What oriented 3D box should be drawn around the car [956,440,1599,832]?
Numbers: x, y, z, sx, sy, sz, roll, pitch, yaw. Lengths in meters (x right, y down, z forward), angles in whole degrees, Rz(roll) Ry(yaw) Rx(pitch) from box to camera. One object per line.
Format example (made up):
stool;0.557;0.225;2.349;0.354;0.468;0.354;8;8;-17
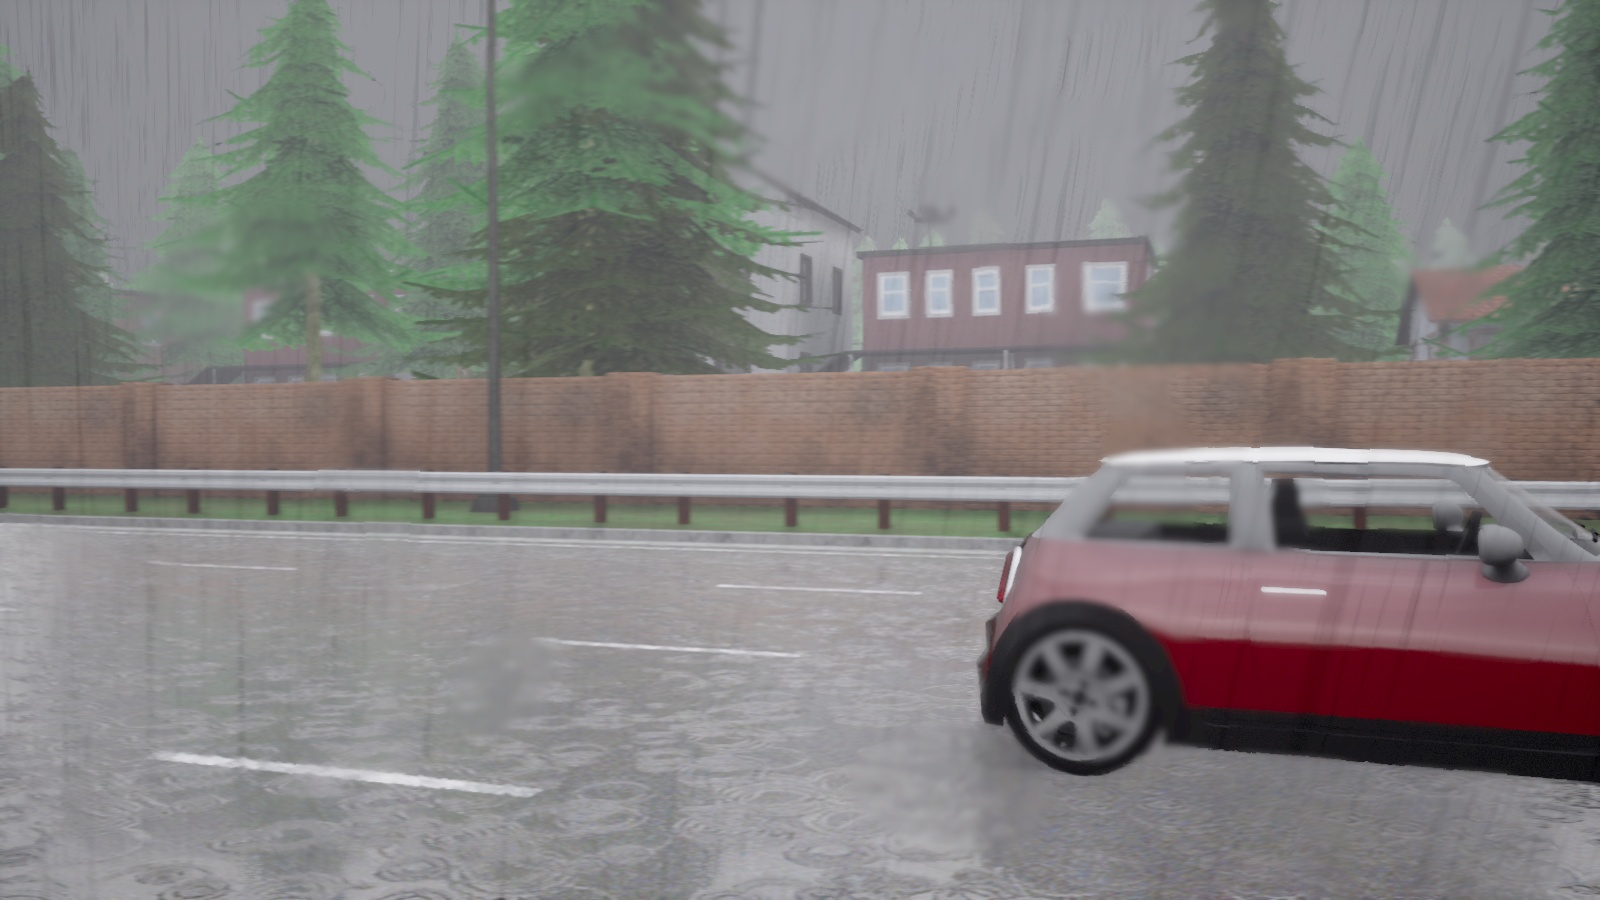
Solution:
car;2.846;0.707;5.951;3.806;1.475;1.970;1;1;21
